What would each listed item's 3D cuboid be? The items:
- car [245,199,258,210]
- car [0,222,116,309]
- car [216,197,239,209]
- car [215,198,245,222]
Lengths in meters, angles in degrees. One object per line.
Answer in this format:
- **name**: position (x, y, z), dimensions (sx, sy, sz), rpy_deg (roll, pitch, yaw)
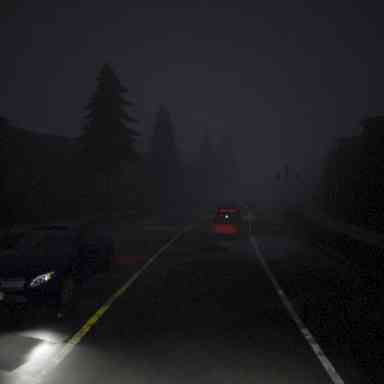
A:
- **car**: position (7.283, 1.586, 42.491), dimensions (1.895, 1.301, 4.718), rpy_deg (0, 0, 18)
- **car**: position (-3.200, 1.513, 8.025), dimensions (1.812, 1.442, 4.674), rpy_deg (0, 0, 4)
- **car**: position (5.158, 1.524, 47.717), dimensions (2.033, 1.411, 5.357), rpy_deg (0, 0, 20)
- **car**: position (2.937, 1.493, 26.145), dimensions (1.837, 1.490, 4.892), rpy_deg (0, 0, 11)
